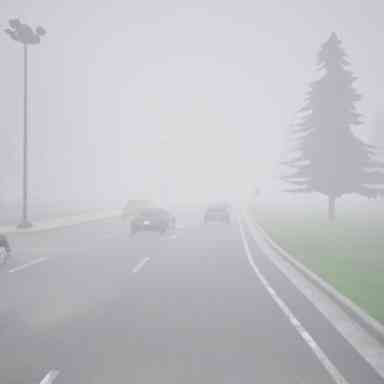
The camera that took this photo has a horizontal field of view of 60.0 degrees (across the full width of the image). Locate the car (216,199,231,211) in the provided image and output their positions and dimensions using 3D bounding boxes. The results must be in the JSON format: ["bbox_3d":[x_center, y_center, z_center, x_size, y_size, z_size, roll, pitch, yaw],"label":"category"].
[{"bbox_3d":[4.015,1.611,42.311,1.812,1.442,4.674,0,0,7],"label":"car"}]

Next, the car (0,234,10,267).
[{"bbox_3d":[-6.685,1.482,8.404,1.882,1.535,5.008,0,0,2],"label":"car"}]

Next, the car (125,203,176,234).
[{"bbox_3d":[-2.186,1.597,19.621,1.994,1.385,4.181,0,0,6],"label":"car"}]

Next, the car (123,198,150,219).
[{"bbox_3d":[-4.547,1.399,29.657,2.097,1.767,4.553,0,0,7],"label":"car"}]

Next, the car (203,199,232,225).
[{"bbox_3d":[1.915,1.542,24.673,2.128,1.511,4.902,0,0,7],"label":"car"}]
